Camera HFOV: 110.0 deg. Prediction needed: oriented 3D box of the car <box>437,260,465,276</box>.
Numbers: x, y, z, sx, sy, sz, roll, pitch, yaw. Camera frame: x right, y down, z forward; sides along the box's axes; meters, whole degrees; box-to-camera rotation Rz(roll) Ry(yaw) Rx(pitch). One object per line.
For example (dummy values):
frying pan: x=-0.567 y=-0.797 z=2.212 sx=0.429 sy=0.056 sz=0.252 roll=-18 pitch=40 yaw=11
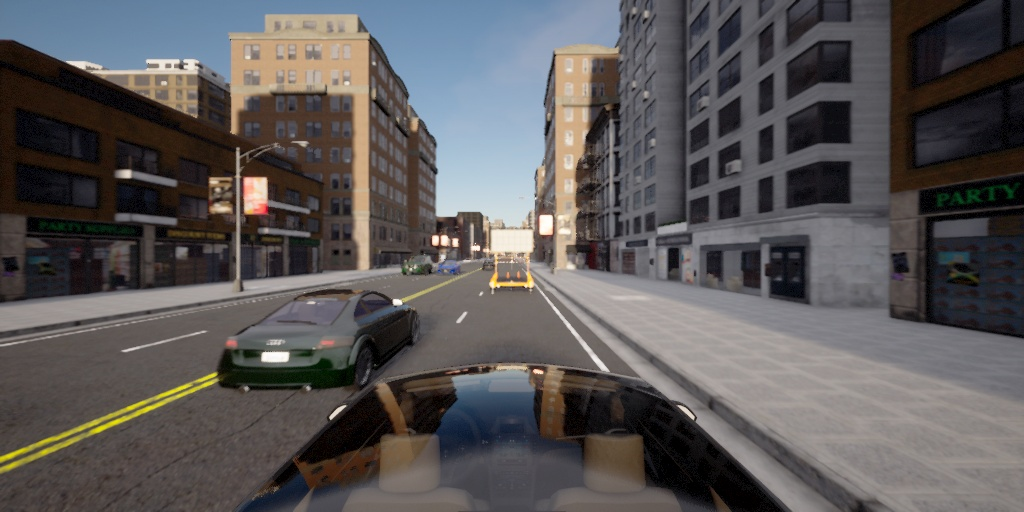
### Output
car: x=-6.592 y=1.224 z=38.089 sx=1.882 sy=1.535 sz=5.008 roll=0 pitch=0 yaw=0

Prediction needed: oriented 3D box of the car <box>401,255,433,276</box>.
car: x=-9.846 y=0.965 z=37.657 sx=2.150 sy=2.045 sz=5.566 roll=0 pitch=0 yaw=0

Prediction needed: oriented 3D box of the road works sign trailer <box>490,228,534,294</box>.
road works sign trailer: x=-0.001 y=0.212 z=20.181 sx=2.380 sy=3.560 sz=2.880 roll=0 pitch=0 yaw=0

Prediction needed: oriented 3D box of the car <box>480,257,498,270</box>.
car: x=-3.154 y=1.249 z=51.321 sx=1.837 sy=1.490 sz=4.892 roll=0 pitch=0 yaw=0

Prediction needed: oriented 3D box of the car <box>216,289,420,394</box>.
car: x=-3.149 y=1.313 z=6.775 sx=1.994 sy=1.385 sz=4.181 roll=0 pitch=0 yaw=0
